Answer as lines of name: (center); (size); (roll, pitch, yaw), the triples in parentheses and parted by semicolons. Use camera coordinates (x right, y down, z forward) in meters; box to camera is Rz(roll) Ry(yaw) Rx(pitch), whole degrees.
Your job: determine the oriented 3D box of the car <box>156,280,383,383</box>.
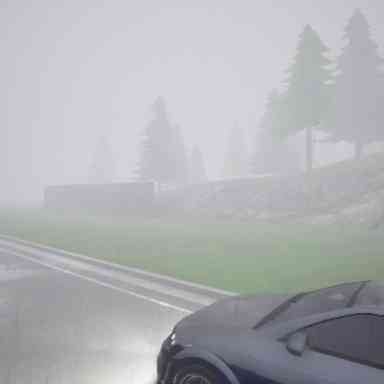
car: (1.669, 1.569, 3.034); (4.181, 1.385, 1.994); (0, 0, 37)
